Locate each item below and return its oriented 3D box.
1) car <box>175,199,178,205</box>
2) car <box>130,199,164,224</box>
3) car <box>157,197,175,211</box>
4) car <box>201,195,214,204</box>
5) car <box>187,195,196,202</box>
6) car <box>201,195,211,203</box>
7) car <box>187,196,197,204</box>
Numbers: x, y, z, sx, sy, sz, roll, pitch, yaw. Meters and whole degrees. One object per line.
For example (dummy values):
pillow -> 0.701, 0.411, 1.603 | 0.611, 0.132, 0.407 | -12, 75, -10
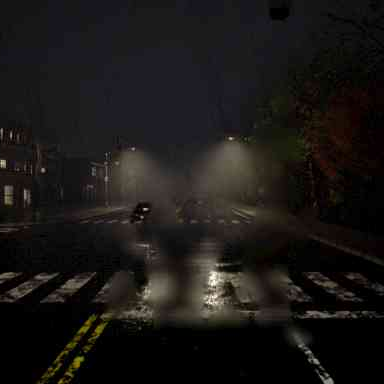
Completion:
car -> -3.468, 1.542, 55.873 | 1.994, 1.385, 4.181 | 0, 0, 0
car -> -3.412, 1.499, 25.072 | 1.837, 1.490, 4.892 | 0, 0, 0
car -> -3.446, 1.342, 39.746 | 2.097, 1.767, 4.553 | 0, 0, 0
car -> 3.199, 1.577, 63.217 | 1.895, 1.301, 4.718 | 0, 0, 0
car -> -0.168, 1.511, 74.659 | 2.033, 1.411, 5.357 | 0, 0, 0
car -> 3.072, 1.495, 73.222 | 2.128, 1.511, 4.902 | 0, 0, 0
car -> -0.057, 1.577, 64.460 | 1.895, 1.301, 4.718 | 0, 0, 0
